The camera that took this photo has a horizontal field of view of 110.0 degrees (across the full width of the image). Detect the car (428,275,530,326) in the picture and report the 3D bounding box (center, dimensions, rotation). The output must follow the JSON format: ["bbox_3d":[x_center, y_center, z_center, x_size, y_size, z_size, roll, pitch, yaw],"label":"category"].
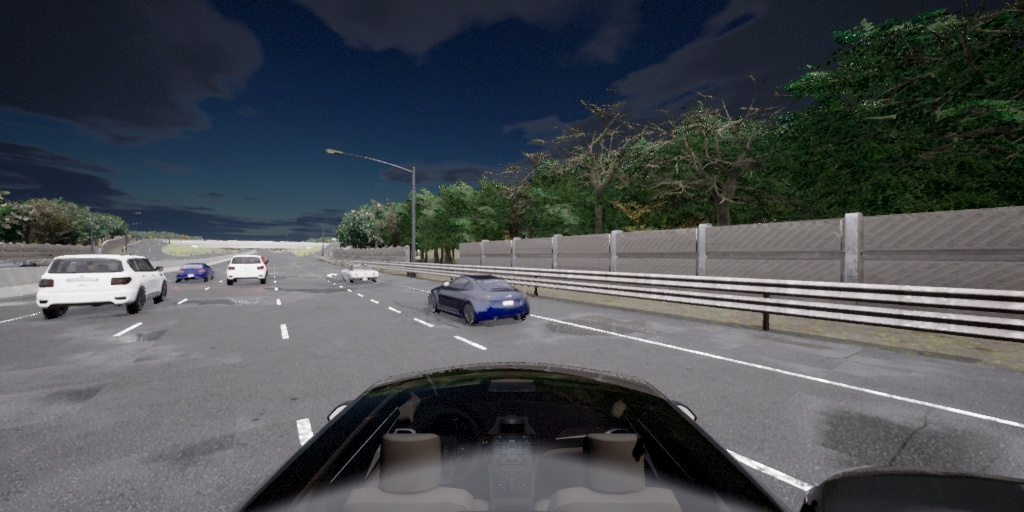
[{"bbox_3d":[-1.234,1.316,11.960,1.994,1.385,4.181,0,0,-34],"label":"car"}]

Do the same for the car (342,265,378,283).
[{"bbox_3d":[-11.840,1.347,27.682,1.895,1.301,4.718,0,0,-34],"label":"car"}]

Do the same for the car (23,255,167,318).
[{"bbox_3d":[-14.856,0.971,13.361,2.150,2.045,5.566,0,0,-34],"label":"car"}]

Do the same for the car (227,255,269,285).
[{"bbox_3d":[-19.274,0.964,26.201,2.150,2.045,5.566,0,0,-34],"label":"car"}]

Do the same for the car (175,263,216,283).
[{"bbox_3d":[-24.795,1.263,28.150,1.812,1.442,4.674,0,0,-34],"label":"car"}]

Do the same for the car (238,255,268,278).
[{"bbox_3d":[-25.263,0.955,35.153,2.150,2.045,5.566,0,0,-34],"label":"car"}]

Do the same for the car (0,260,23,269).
[{"bbox_3d":[-52.470,1.205,37.838,2.128,1.511,4.902,0,0,-33],"label":"car"}]

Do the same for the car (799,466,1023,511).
[{"bbox_3d":[2.985,1.315,0.453,4.181,1.385,1.994,0,0,34],"label":"car"}]
